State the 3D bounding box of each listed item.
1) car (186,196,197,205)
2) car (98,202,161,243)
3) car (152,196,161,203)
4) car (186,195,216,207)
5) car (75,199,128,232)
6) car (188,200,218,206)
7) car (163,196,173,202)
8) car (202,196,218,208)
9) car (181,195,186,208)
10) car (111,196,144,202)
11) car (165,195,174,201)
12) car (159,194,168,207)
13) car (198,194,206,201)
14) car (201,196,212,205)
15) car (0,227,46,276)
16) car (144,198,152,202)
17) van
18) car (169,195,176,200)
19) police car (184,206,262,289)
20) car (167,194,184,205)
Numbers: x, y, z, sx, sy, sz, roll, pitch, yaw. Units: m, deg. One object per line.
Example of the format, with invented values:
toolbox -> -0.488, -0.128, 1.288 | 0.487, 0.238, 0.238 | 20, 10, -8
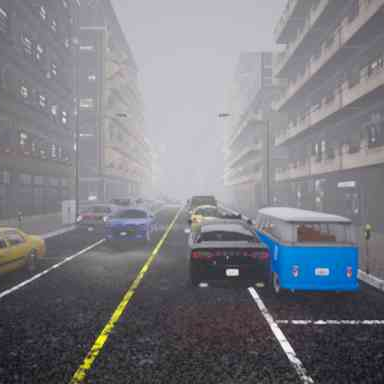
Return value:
car -> -0.045, 1.468, 59.319 | 1.882, 1.535, 5.008 | 0, 0, 0
car -> -2.862, 1.476, 16.373 | 1.882, 1.535, 5.008 | 0, 0, 0
car -> -5.338, 1.577, 41.682 | 1.802, 1.307, 4.206 | 1, 0, 0
car -> 0.806, 1.223, 25.245 | 2.150, 2.045, 5.566 | 0, 0, 0
car -> -5.319, 1.438, 19.486 | 1.967, 1.590, 4.097 | 1, 0, 0
car -> 0.811, 1.454, 19.404 | 1.801, 1.575, 5.366 | 0, 0, 0
car -> -5.364, 1.537, 74.976 | 2.008, 1.369, 4.403 | 1, 0, 0
car -> 2.540, 1.434, 47.258 | 1.967, 1.590, 4.097 | 1, 0, 0
car -> -0.021, 1.542, 45.789 | 2.033, 1.411, 5.357 | 0, 0, 0
car -> -5.322, 1.313, 25.035 | 2.192, 1.841, 5.009 | 1, 0, 0
car -> -5.368, 1.550, 80.525 | 1.947, 1.339, 4.313 | 1, 0, 0
car -> -5.346, 1.518, 52.610 | 1.752, 1.417, 4.829 | 1, 0, 0
car -> 2.509, 1.423, 86.101 | 1.967, 1.590, 4.097 | 1, 0, 0
car -> 2.530, 1.516, 58.526 | 1.752, 1.417, 4.829 | 1, 0, 0
car -> -5.311, 1.525, 8.218 | 1.752, 1.417, 4.829 | 1, 0, 0
car -> -5.326, 1.312, 30.584 | 2.192, 1.841, 5.009 | 1, 0, 0
van -> 2.571, 1.341, 8.413 | 1.690, 1.788, 3.998 | 1, 0, 0
car -> -5.377, 1.563, 91.623 | 1.802, 1.307, 4.206 | 1, 0, 0
police car -> 0.819, 1.425, 9.323 | 1.930, 1.638, 5.238 | 0, 0, 0
car -> -2.871, 1.484, 58.611 | 2.128, 1.511, 4.902 | 0, 0, 0
